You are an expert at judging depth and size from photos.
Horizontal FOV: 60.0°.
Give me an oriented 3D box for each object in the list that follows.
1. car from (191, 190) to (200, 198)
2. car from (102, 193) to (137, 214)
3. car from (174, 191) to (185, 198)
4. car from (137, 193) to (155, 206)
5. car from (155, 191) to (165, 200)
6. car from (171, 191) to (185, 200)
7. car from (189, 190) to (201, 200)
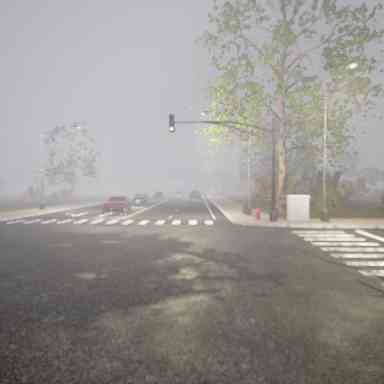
[{"bbox_3d":[0.746,0.435,68.338,1.882,1.535,5.008,0,1,1],"label":"car"},{"bbox_3d":[-6.503,1.044,29.415,1.882,1.535,5.008,0,1,0],"label":"car"},{"bbox_3d":[-2.504,0.504,68.395,2.033,1.411,5.357,0,1,1],"label":"car"},{"bbox_3d":[-6.292,0.885,41.359,2.128,1.511,4.902,0,1,1],"label":"car"},{"bbox_3d":[-5.910,0.620,60.275,1.837,1.490,4.892,0,1,1],"label":"car"},{"bbox_3d":[-2.673,0.744,58.426,1.895,1.301,4.718,0,1,1],"label":"car"},{"bbox_3d":[0.575,0.498,58.274,2.097,1.767,4.553,0,1,1],"label":"car"}]
